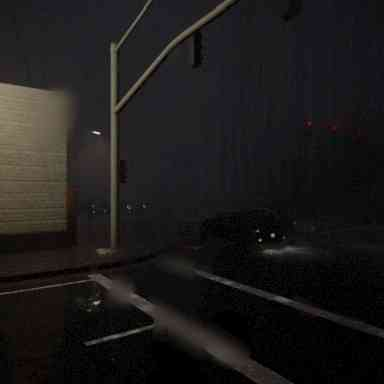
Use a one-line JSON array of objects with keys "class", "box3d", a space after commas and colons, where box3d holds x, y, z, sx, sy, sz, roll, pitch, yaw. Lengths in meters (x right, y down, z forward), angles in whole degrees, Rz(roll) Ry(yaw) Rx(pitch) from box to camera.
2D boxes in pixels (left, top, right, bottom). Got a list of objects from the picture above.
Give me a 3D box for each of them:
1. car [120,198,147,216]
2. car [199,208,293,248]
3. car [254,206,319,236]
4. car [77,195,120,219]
[{"class": "car", "box3d": [-6.298, 1.407, 32.986, 2.097, 1.767, 4.553, 0, 0, -35]}, {"class": "car", "box3d": [2.134, 1.605, 15.162, 1.994, 1.385, 4.181, 0, -1, -36]}, {"class": "car", "box3d": [4.411, 1.540, 17.994, 2.128, 1.511, 4.902, 0, 0, -36]}, {"class": "car", "box3d": [-9.023, 1.278, 30.780, 2.150, 2.045, 5.566, 0, 0, -35]}]
